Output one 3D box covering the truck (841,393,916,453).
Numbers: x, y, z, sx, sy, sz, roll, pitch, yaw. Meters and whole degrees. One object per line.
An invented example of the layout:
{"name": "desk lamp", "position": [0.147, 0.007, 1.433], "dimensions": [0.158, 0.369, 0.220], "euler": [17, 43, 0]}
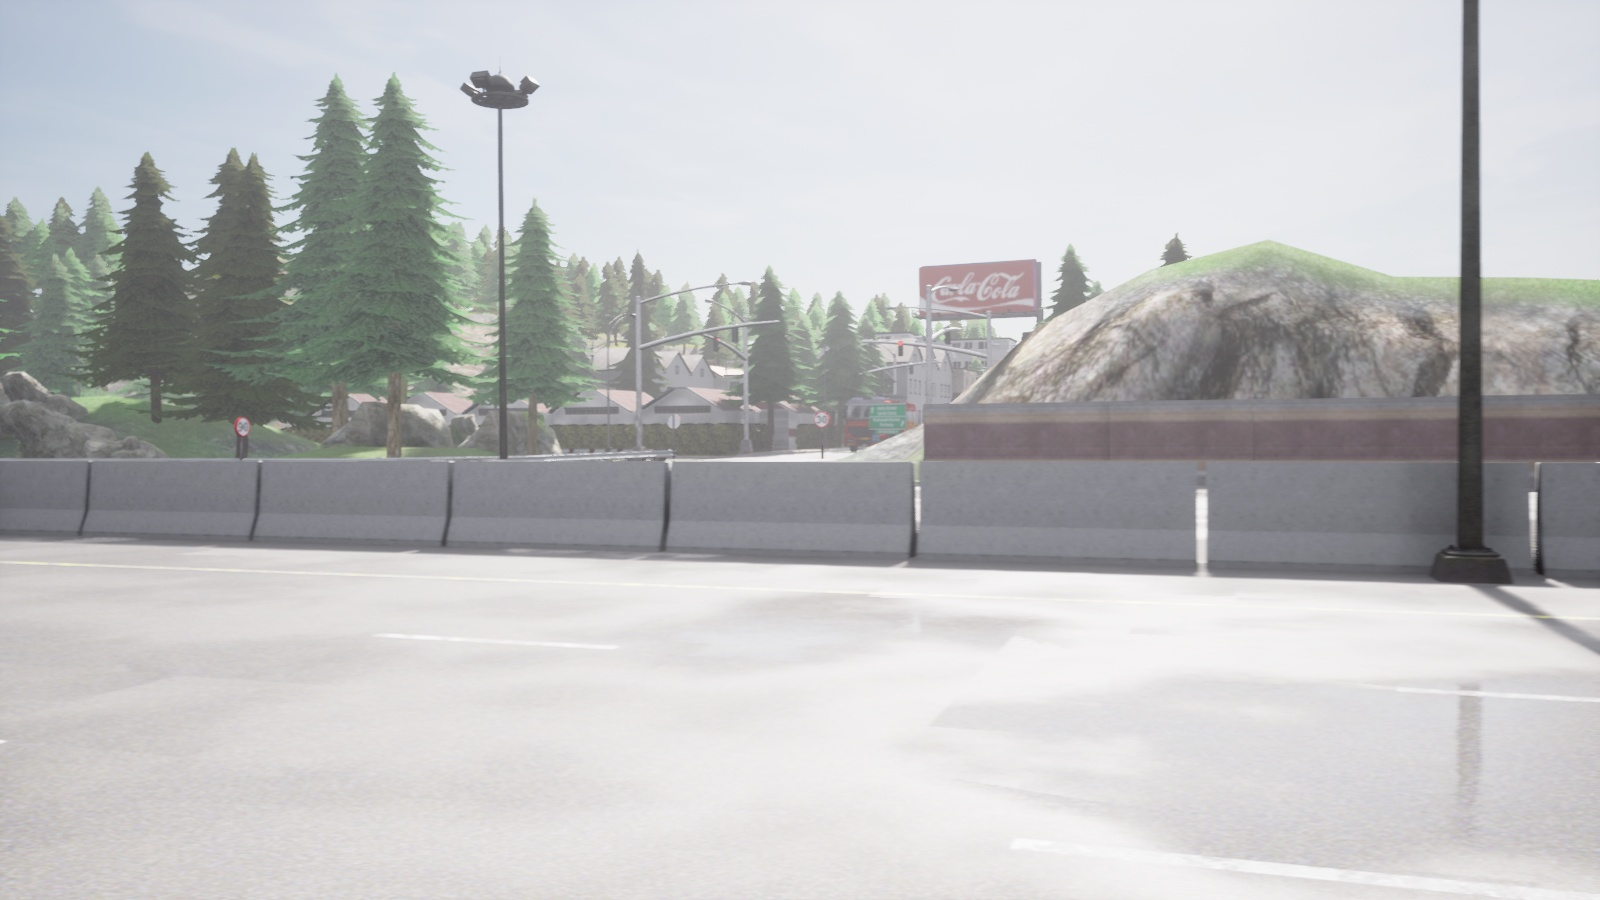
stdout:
{"name": "truck", "position": [5.398, -1.786, 84.561], "dimensions": [2.891, 3.827, 8.468], "euler": [1, 1, 19]}
